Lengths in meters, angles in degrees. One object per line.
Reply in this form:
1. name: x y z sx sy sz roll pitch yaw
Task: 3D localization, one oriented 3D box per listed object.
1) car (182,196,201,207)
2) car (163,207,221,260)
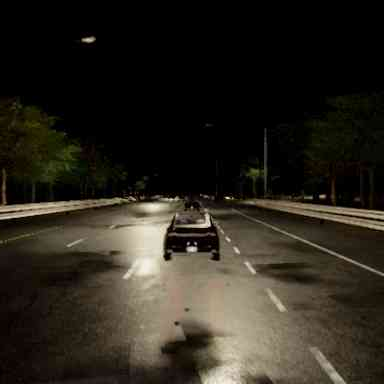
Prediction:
1. car: -0.003 1.609 42.205 1.837 1.490 4.892 0 0 0
2. car: -0.001 1.522 12.487 2.128 1.511 4.902 0 0 0
